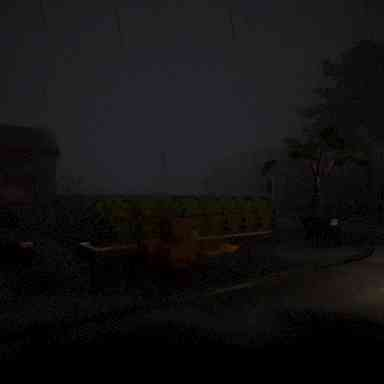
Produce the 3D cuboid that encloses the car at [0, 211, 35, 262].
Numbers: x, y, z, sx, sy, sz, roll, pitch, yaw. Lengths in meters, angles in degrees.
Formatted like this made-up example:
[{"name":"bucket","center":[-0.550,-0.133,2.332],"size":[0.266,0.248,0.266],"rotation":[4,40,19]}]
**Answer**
[{"name":"car","center":[-6.443,1.356,10.801],"size":[2.033,1.415,5.357],"rotation":[0,0,-33]}]
